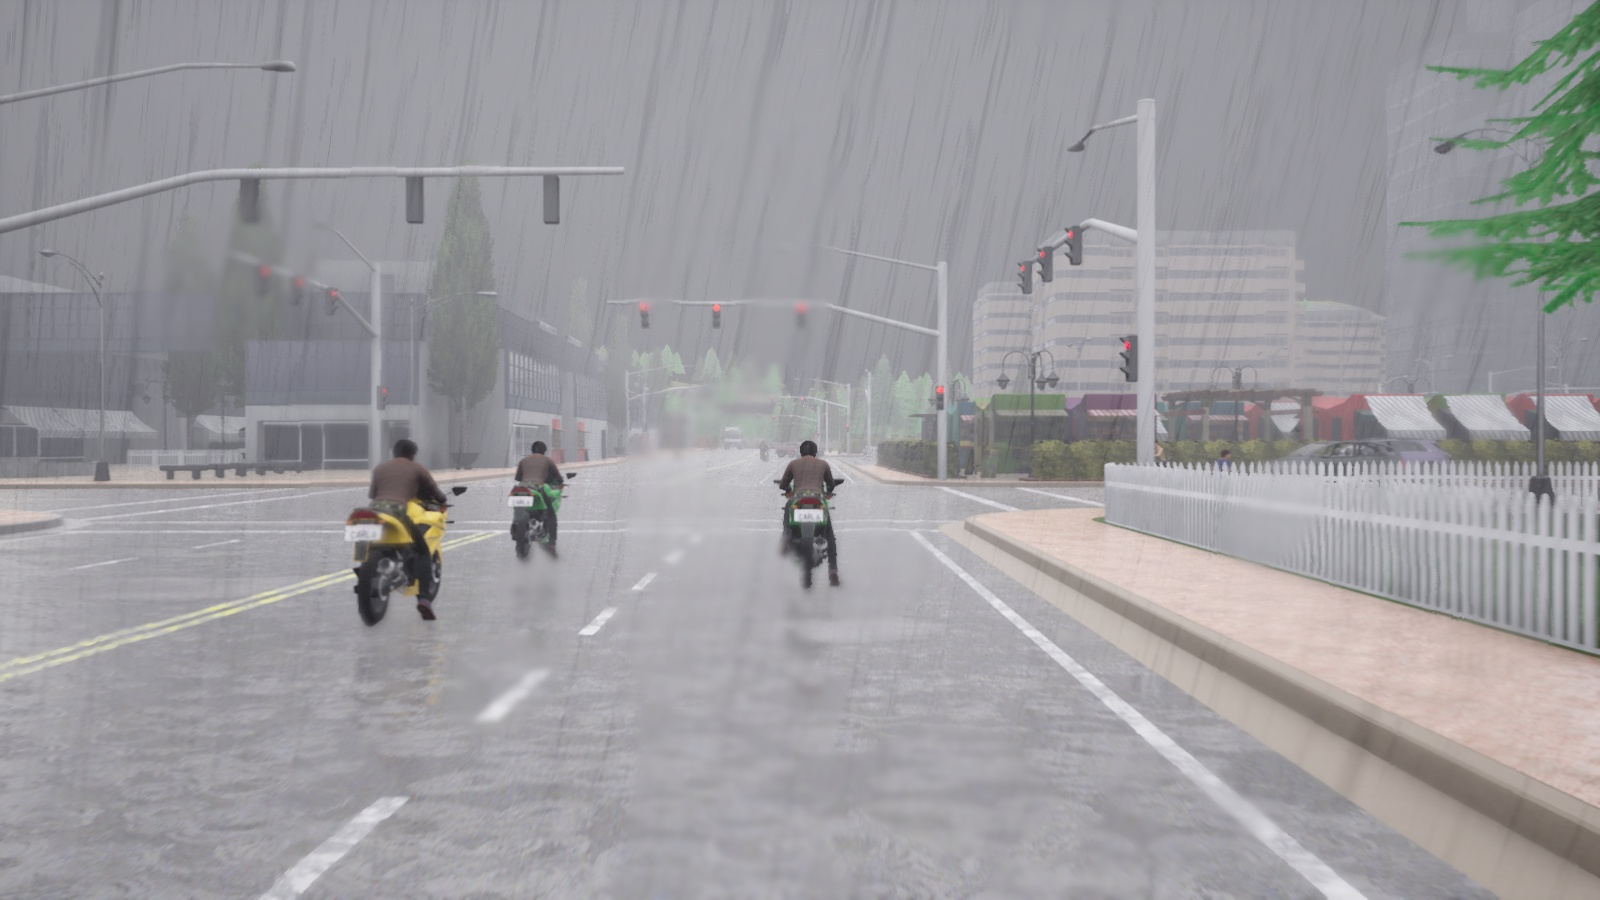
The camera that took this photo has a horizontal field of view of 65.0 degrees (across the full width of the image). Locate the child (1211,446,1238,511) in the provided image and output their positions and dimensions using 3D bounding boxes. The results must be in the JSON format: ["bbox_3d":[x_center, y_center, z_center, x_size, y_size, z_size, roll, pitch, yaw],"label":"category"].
[{"bbox_3d":[8.316,0.553,24.602,0.437,1.263,0.270,0,0,-1],"label":"child"}]

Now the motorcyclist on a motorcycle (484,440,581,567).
[{"bbox_3d":[-3.393,0.635,16.130,0.797,1.523,2.044,0,0,0],"label":"motorcyclist on a motorcycle"}]

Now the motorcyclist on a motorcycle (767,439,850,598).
[{"bbox_3d":[0.090,0.655,13.108,0.797,1.523,2.044,0,0,0],"label":"motorcyclist on a motorcycle"}]

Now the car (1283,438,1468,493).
[{"bbox_3d":[17.937,0.469,39.297,4.856,1.649,2.033,0,0,-1],"label":"car"}]

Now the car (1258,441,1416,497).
[{"bbox_3d":[15.233,0.536,35.743,3.705,1.549,1.789,0,0,-1],"label":"car"}]

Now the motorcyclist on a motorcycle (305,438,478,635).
[{"bbox_3d":[-3.424,0.665,10.741,0.797,1.523,2.044,0,0,0],"label":"motorcyclist on a motorcycle"}]
